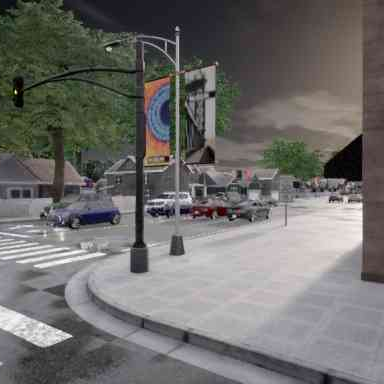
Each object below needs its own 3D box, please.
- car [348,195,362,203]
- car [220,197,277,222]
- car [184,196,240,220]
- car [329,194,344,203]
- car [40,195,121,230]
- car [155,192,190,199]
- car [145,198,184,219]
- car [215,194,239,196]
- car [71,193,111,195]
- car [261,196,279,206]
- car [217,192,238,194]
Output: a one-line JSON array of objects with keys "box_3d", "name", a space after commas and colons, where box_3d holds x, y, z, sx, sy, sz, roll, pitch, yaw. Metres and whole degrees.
[{"box_3d": [29.294, 1.207, 59.587, 1.994, 1.385, 4.181, 0, 0, 36], "name": "car"}, {"box_3d": [4.302, 1.367, 24.658, 1.837, 1.490, 4.892, 0, 1, 36], "name": "car"}, {"box_3d": [1.787, 1.335, 26.730, 1.882, 1.535, 5.008, 0, 1, 36], "name": "car"}, {"box_3d": [26.656, 1.146, 61.484, 1.837, 1.490, 4.892, 0, 0, 36], "name": "car"}, {"box_3d": [-6.690, 1.263, 20.797, 2.097, 1.767, 4.553, 0, 0, 35], "name": "car"}, {"box_3d": [-2.174, 1.063, 32.683, 2.150, 2.045, 5.566, 0, 0, 35], "name": "car"}, {"box_3d": [-1.463, 1.462, 28.114, 1.895, 1.301, 4.718, 0, 0, 36], "name": "car"}, {"box_3d": [3.989, 1.287, 35.715, 1.882, 1.535, 5.008, 0, 0, 35], "name": "car"}, {"box_3d": [-8.167, 1.120, 24.373, 2.150, 2.045, 5.566, 0, 0, 34], "name": "car"}, {"box_3d": [9.788, 1.248, 43.778, 2.128, 1.511, 4.902, 0, 0, 36], "name": "car"}, {"box_3d": [4.083, 1.004, 41.412, 2.150, 2.045, 5.566, 0, 0, 35], "name": "car"}]
